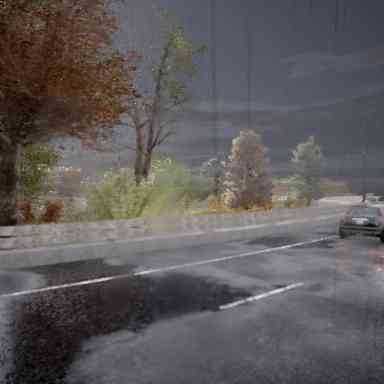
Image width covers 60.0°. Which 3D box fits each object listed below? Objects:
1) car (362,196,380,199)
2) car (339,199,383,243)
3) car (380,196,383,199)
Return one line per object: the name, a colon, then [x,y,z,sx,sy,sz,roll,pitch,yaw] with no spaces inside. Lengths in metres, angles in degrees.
car: [38.736,1.551,72.936,1.812,1.442,4.674,0,0,8]
car: [9.176,1.401,16.647,4.553,1.767,2.097,0,0,-44]
car: [42.177,1.515,72.294,1.837,1.490,4.892,0,0,8]
